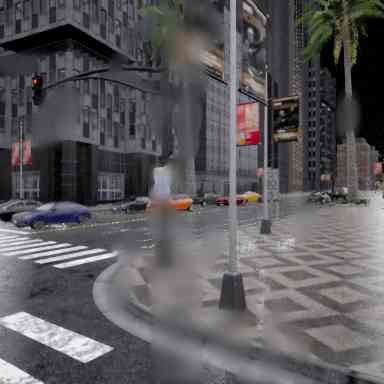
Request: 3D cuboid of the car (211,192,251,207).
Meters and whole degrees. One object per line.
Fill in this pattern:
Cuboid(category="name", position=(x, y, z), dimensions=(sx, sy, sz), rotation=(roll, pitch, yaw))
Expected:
Cuboid(category="car", position=(4.443, 0.986, 37.288), dimensions=(1.895, 1.301, 4.718), rotation=(0, 1, 35))

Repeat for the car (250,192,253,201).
Cuboid(category="car", position=(7.981, 0.680, 47.826), dimensions=(1.882, 1.535, 5.008), rotation=(0, 1, 36))

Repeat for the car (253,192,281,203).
Cuboid(category="car", position=(10.718, 0.709, 46.067), dimensions=(1.837, 1.490, 4.892), rotation=(0, 1, 36))

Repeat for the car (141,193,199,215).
Cuboid(category="car", position=(-1.814, 0.923, 28.465), dimensions=(2.097, 1.767, 4.553), rotation=(0, 1, 35))

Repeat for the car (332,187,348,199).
Cuboid(category="car", position=(23.628, 0.230, 52.801), dimensions=(2.150, 2.045, 5.566), rotation=(0, 1, 36))

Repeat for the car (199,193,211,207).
Cuboid(category="car", position=(1.574, 0.864, 38.858), dimensions=(1.882, 1.535, 5.008), rotation=(0, 1, 35))

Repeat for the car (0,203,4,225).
Cuboid(category="car", position=(-11.221, 1.261, 21.114), dimensions=(2.128, 1.511, 4.902), rotation=(0, 1, 39))

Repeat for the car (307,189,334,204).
Cuboid(category="car", position=(16.117, 0.722, 42.191), dimensions=(1.837, 1.490, 4.892), rotation=(0, 1, 35))

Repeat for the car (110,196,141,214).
Cuboid(category="car", position=(-5.063, 1.110, 29.498), dimensions=(1.812, 1.442, 4.674), rotation=(0, 1, 35))

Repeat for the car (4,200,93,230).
Cuboid(category="car", position=(-8.086, 1.289, 19.610), dimensions=(1.812, 1.442, 4.674), rotation=(0, 1, 36))

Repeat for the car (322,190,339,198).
Cuboid(category="car", position=(25.545, 0.355, 61.121), dimensions=(1.882, 1.535, 5.008), rotation=(0, 0, 36))
